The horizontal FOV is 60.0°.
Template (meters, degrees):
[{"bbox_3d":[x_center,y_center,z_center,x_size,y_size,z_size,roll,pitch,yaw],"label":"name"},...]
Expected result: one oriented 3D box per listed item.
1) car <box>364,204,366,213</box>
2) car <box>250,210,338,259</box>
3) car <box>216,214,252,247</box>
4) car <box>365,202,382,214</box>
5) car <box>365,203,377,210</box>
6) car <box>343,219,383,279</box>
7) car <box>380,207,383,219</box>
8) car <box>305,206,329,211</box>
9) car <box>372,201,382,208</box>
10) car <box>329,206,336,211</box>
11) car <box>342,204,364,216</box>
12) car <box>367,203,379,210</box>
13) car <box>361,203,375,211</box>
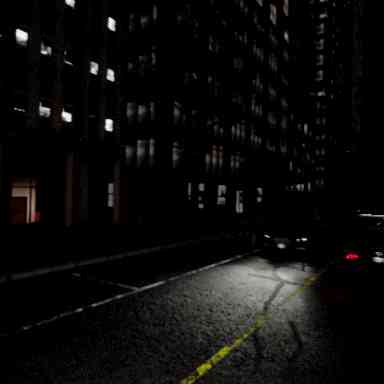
[{"bbox_3d":[27.529,2.674,54.181,1.802,1.307,4.206,1,0,33],"label":"car"},{"bbox_3d":[4.527,1.715,13.961,2.128,1.511,4.902,1,0,33],"label":"car"},{"bbox_3d":[2.723,1.738,15.946,2.008,1.369,4.403,1,-1,33],"label":"car"},{"bbox_3d":[27.258,2.621,48.964,1.994,1.385,4.181,1,0,33],"label":"car"},{"bbox_3d":[36.832,3.002,68.521,1.802,1.307,4.206,1,0,33],"label":"car"},{"bbox_3d":[6.012,1.787,10.373,2.033,1.411,5.357,1,0,33],"label":"car"},{"bbox_3d":[15.929,2.091,25.659,1.882,1.535,5.008,1,0,33],"label":"car"},{"bbox_3d":[8.832,1.943,25.362,1.752,1.417,4.829,1,-1,33],"label":"car"},{"bbox_3d":[46.139,3.178,82.860,1.967,1.590,4.097,1,0,33],"label":"car"},{"bbox_3d":[12.029,1.976,30.286,1.967,1.590,4.097,1,-1,33],"label":"car"},{"bbox_3d":[21.328,2.438,44.622,1.947,1.339,4.313,1,0,33],"label":"car"},{"bbox_3d":[39.933,3.077,73.299,2.008,1.369,4.403,1,0,33],"label":"car"},{"bbox_3d":[33.732,2.856,63.741,1.887,1.381,4.507,1,0,33],"label":"car"}]
